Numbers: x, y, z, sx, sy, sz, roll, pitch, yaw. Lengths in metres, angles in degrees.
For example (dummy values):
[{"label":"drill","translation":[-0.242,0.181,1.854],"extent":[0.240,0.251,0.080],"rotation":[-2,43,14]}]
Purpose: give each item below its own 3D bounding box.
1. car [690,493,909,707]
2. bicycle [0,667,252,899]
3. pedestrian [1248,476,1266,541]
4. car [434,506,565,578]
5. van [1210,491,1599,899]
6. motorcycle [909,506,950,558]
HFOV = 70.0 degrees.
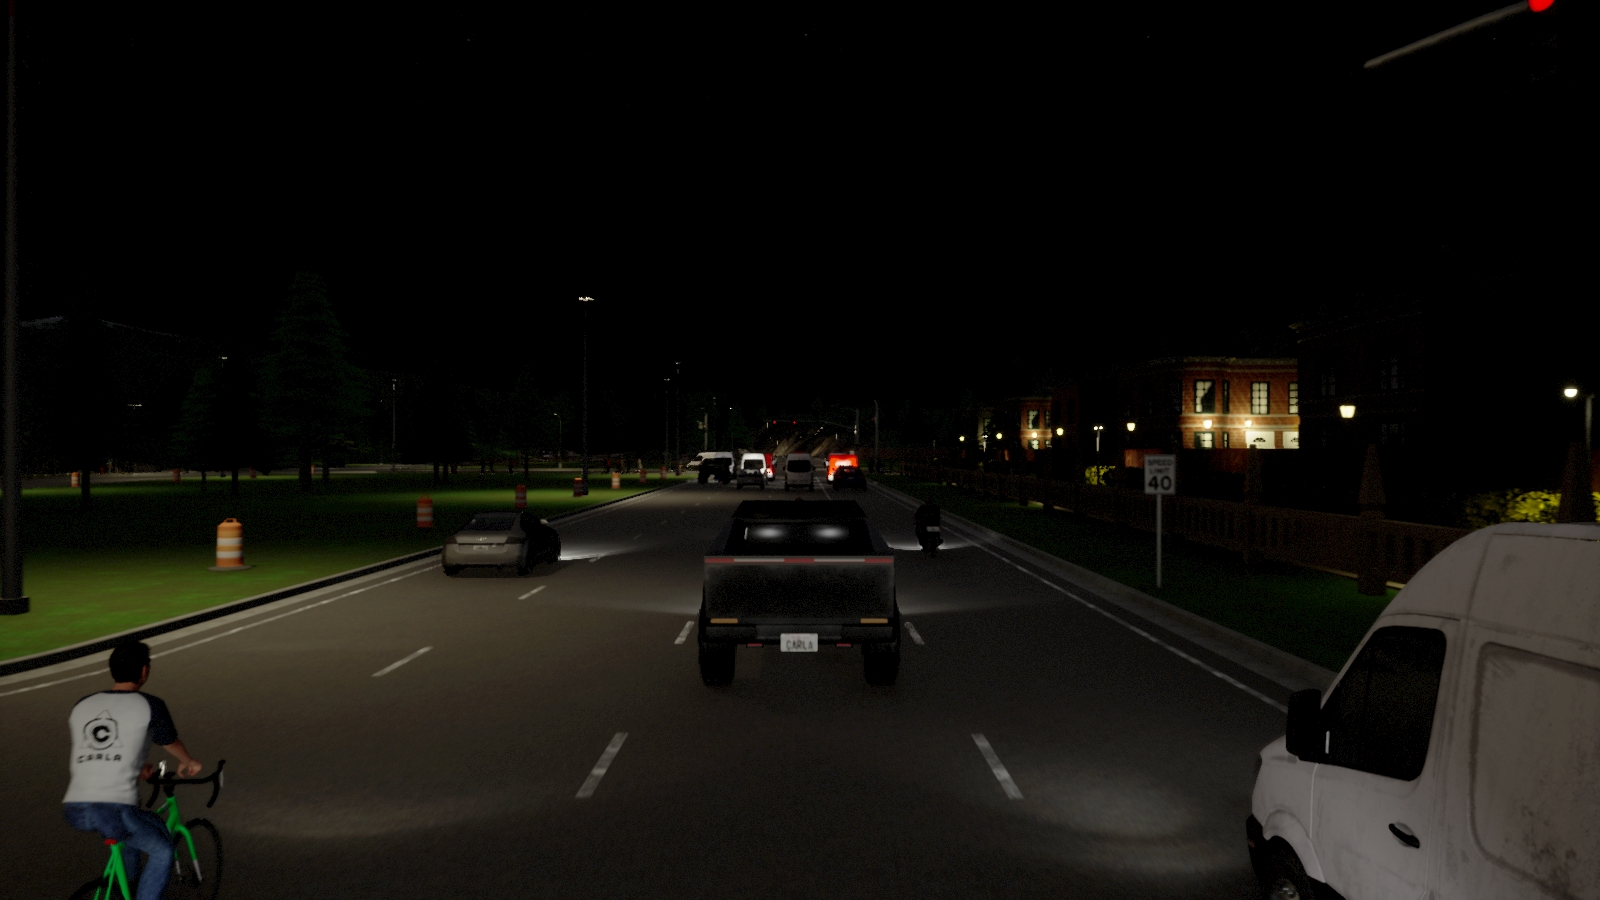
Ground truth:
[{"label":"car","translation":[-0.009,1.753,15.599],"extent":[2.390,2.098,6.274],"rotation":[0,0,0]},{"label":"bicycle","translation":[-3.502,2.056,6.086],"extent":[0.373,1.496,1.643],"rotation":[0,0,0]},{"label":"pedestrian","translation":[13.344,1.701,33.338],"extent":[0.375,1.860,0.375],"rotation":[0,0,-2]},{"label":"car","translation":[-7.017,2.118,27.128],"extent":[1.994,1.385,4.181],"rotation":[0,0,0]},{"label":"van","translation":[3.494,1.534,4.000],"extent":[1.988,2.561,5.915],"rotation":[0,0,0]},{"label":"motorcycle","translation":[3.480,2.204,30.942],"extent":[0.867,1.251,2.209],"rotation":[0,0,0]}]
